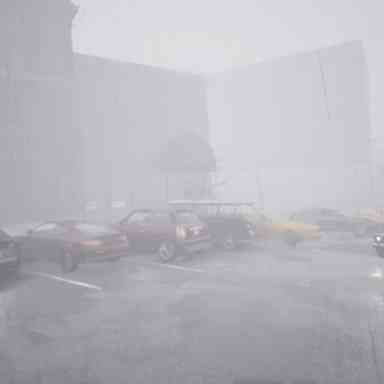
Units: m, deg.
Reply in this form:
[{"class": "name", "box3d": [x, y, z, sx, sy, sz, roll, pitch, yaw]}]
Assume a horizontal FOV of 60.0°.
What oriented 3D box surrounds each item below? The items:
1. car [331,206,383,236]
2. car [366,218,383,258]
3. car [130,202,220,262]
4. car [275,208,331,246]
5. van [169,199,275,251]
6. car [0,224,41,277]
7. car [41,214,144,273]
[{"class": "car", "box3d": [8.142, 1.664, 19.400, 4.792, 1.488, 2.163, -1, -2, 34]}, {"class": "car", "box3d": [8.452, 1.683, 11.869, 4.718, 1.301, 1.895, 1, 0, -35]}, {"class": "car", "box3d": [-1.584, 1.392, 12.410, 4.553, 1.767, 2.185, -1, -1, 35]}, {"class": "car", "box3d": [3.413, 1.559, 15.818, 5.366, 1.575, 1.946, -1, -1, 34]}, {"class": "van", "box3d": [0.925, 1.309, 14.115, 4.442, 1.987, 1.878, -1, -1, 34]}, {"class": "car", "box3d": [-6.503, 1.528, 8.963, 4.792, 1.488, 2.163, -1, -1, 35]}, {"class": "car", "box3d": [-4.038, 1.545, 10.684, 4.674, 1.452, 2.002, -1, -1, 35]}]
